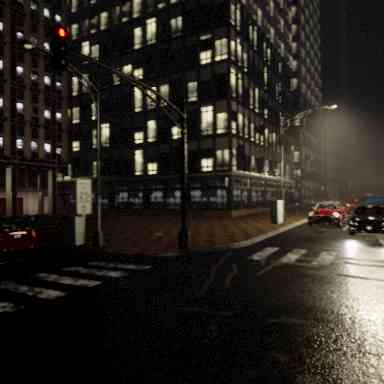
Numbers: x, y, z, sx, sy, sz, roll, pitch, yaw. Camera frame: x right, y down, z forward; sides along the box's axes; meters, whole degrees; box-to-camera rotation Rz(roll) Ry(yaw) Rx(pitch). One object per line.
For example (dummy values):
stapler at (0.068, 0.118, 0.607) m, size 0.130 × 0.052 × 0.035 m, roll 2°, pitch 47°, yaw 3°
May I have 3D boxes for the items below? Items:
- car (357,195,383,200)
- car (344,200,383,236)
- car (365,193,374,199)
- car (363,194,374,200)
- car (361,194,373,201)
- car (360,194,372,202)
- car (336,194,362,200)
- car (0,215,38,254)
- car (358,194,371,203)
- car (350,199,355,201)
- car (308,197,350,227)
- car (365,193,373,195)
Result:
car at (14.078, 1.283, 25.527) m, size 1.882 × 1.535 × 5.008 m, roll -1°, pitch 0°, yaw 30°
car at (9.300, 1.378, 17.309) m, size 1.837 × 1.490 × 4.892 m, roll -1°, pitch 0°, yaw 30°
car at (42.412, 0.970, 79.398) m, size 1.887 × 1.381 × 4.507 m, roll 0°, pitch 0°, yaw 30°
car at (39.610, 1.031, 74.578) m, size 1.947 × 1.339 × 4.313 m, roll 0°, pitch 0°, yaw 30°
car at (36.809, 1.055, 69.758) m, size 2.008 × 1.369 × 4.403 m, roll 0°, pitch 0°, yaw 30°
car at (34.007, 1.089, 64.938) m, size 1.887 × 1.381 × 4.507 m, roll 0°, pitch 0°, yaw 30°
car at (14.394, 1.139, 31.198) m, size 2.192 × 1.841 × 5.009 m, roll 0°, pitch 0°, yaw 30°
car at (-8.306, 1.745, 13.664) m, size 4.097 × 1.590 × 1.967 m, roll -1°, pitch -1°, yaw 30°
car at (31.205, 1.135, 60.118) m, size 2.008 × 1.369 × 4.403 m, roll 0°, pitch 0°, yaw 30°
car at (11.593, 1.446, 26.380) m, size 1.802 × 1.307 × 4.206 m, roll 0°, pitch 0°, yaw 30°
car at (8.791, 1.344, 21.559) m, size 1.967 × 1.590 × 4.097 m, roll 0°, pitch 0°, yaw 30°
car at (19.105, 1.211, 34.163) m, size 1.882 × 1.535 × 5.008 m, roll -1°, pitch 0°, yaw 30°
